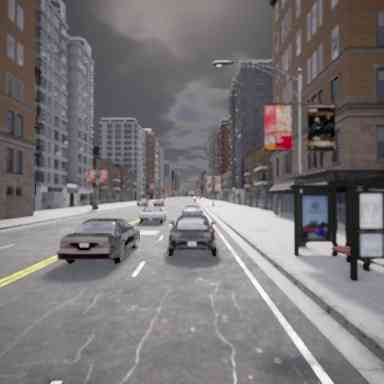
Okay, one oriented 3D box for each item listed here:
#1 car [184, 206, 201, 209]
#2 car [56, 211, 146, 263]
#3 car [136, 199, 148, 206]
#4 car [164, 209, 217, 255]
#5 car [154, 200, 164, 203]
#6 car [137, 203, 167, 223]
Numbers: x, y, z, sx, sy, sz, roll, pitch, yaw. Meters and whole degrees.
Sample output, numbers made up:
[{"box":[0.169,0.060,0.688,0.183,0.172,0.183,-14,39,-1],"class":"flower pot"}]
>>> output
[{"box":[0.018,1.824,27.550,2.033,1.411,5.357,0,-1,0],"class":"car"},{"box":[-3.236,1.673,12.513,2.033,1.411,5.357,0,-1,0],"class":"car"},{"box":[-9.749,2.169,65.671,2.128,1.511,4.902,0,0,0],"class":"car"},{"box":[0.029,1.665,13.903,1.812,1.442,4.674,0,0,1],"class":"car"},{"box":[-6.498,2.228,65.639,1.994,1.385,4.181,0,-1,0],"class":"car"},{"box":[-3.225,1.885,28.256,1.895,1.301,4.718,0,-1,1],"class":"car"}]
